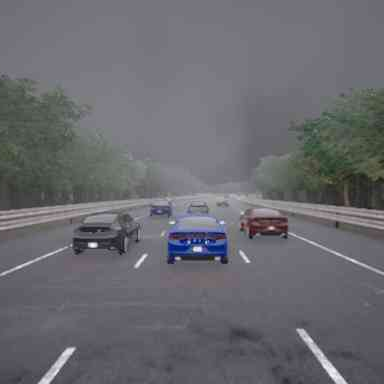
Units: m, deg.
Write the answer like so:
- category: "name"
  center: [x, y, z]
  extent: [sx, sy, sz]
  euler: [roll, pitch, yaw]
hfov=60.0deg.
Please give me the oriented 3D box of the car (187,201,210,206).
- category: "car"
  center: [0.614, 1.579, 30.735]
  extent: [2.128, 1.511, 4.902]
  euler: [0, 0, 2]

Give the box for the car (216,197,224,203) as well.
- category: "car"
  center: [7.157, 1.951, 84.244]
  extent: [1.837, 1.490, 4.892]
  euler: [0, 0, 5]

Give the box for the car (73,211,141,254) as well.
- category: "car"
  center: [-3.282, 1.526, 13.561]
  extent: [1.837, 1.490, 4.892]
  euler: [0, 0, 1]

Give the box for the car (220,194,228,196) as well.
- category: "car"
  center: [6.002, 1.831, 69.407]
  extent: [1.882, 1.535, 5.008]
  euler: [0, 0, 4]

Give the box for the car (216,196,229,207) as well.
- category: "car"
  center: [5.225, 1.868, 57.549]
  extent: [1.895, 1.301, 4.718]
  euler: [0, 0, 3]

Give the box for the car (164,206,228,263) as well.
- category: "car"
  center: [0.195, 1.497, 12.071]
  extent: [1.882, 1.535, 5.008]
  euler: [0, 0, 1]

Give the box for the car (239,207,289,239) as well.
- category: "car"
  center: [3.681, 1.514, 17.706]
  extent: [1.882, 1.535, 5.008]
  euler: [0, 0, 1]

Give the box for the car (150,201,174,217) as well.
- category: "car"
  center: [-2.836, 1.569, 32.334]
  extent: [1.882, 1.535, 5.008]
  euler: [0, 0, 2]
